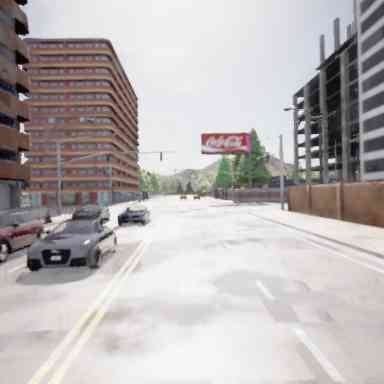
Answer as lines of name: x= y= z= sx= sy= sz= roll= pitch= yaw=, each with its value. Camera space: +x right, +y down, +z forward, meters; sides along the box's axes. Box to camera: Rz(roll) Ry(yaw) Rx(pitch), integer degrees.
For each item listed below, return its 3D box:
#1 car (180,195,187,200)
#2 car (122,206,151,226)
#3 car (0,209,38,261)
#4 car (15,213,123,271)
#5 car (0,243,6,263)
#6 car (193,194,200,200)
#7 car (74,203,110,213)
car: x=-2.257 y=1.406 z=88.753 sx=1.812 sy=1.442 sz=4.674 roll=-1 pitch=0 yaw=-1
car: x=-4.124 y=1.689 z=24.192 sx=1.895 sy=1.301 sz=4.718 roll=-1 pitch=0 yaw=-1
car: x=-7.362 y=1.517 z=12.513 sx=2.097 sy=1.767 sz=4.553 roll=-1 pitch=0 yaw=-1
car: x=-3.824 y=1.648 z=11.244 sx=1.994 sy=1.385 sz=4.181 roll=-1 pitch=0 yaw=-1
car: x=-3.598 y=1.559 z=2.273 sx=1.882 sy=1.535 sz=5.008 roll=-1 pitch=0 yaw=-1
car: x=1.241 y=1.327 z=88.845 sx=2.128 sy=1.511 sz=4.902 roll=-1 pitch=0 yaw=-1
car: x=-7.655 y=1.646 z=25.654 sx=1.882 sy=1.535 sz=5.008 roll=-1 pitch=0 yaw=-1
